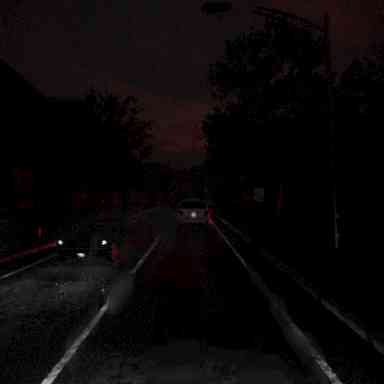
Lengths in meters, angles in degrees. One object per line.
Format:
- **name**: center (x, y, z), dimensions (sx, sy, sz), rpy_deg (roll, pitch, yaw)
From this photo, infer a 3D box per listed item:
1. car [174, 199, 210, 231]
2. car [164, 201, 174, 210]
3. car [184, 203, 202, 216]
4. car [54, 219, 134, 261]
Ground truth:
- **car**: center (0.101, 1.510, 23.102), dimensions (2.150, 2.045, 5.566), rpy_deg (0, -1, 0)
- **car**: center (-3.527, 2.244, 55.441), dimensions (2.033, 1.411, 5.357), rpy_deg (0, -1, 1)
- **car**: center (0.102, 2.067, 41.399), dimensions (2.033, 1.411, 5.357), rpy_deg (0, -1, 0)
- **car**: center (-3.599, 1.766, 13.043), dimensions (1.895, 1.301, 4.718), rpy_deg (0, -1, 0)
